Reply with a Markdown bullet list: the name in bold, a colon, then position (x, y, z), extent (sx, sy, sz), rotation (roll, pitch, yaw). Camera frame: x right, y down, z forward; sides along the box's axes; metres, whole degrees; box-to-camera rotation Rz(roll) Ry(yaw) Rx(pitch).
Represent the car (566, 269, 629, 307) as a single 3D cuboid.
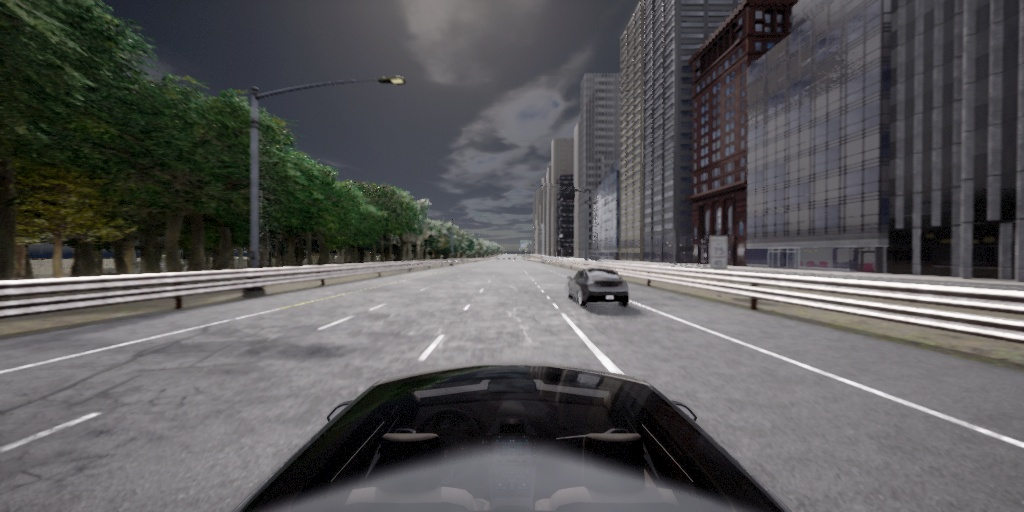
- **car**: position (3.559, 1.274, 15.515), extent (1.837, 1.490, 4.892), rotation (0, 0, 0)
